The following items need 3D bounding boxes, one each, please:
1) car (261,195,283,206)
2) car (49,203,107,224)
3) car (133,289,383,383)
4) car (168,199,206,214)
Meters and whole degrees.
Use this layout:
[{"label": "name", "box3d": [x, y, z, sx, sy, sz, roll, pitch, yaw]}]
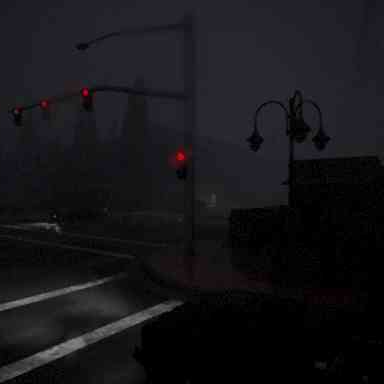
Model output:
[{"label": "car", "box3d": [12.770, 1.334, 53.211, 2.097, 1.767, 4.553, 0, 0, 37]}, {"label": "car", "box3d": [-8.488, 1.547, 25.119, 1.994, 1.385, 4.181, 0, 0, 37]}, {"label": "car", "box3d": [1.677, 1.601, 2.864, 4.718, 1.301, 1.895, 0, 0, 38]}, {"label": "car", "box3d": [-0.477, 1.462, 35.762, 1.882, 1.535, 5.008, 0, 1, 37]}]
